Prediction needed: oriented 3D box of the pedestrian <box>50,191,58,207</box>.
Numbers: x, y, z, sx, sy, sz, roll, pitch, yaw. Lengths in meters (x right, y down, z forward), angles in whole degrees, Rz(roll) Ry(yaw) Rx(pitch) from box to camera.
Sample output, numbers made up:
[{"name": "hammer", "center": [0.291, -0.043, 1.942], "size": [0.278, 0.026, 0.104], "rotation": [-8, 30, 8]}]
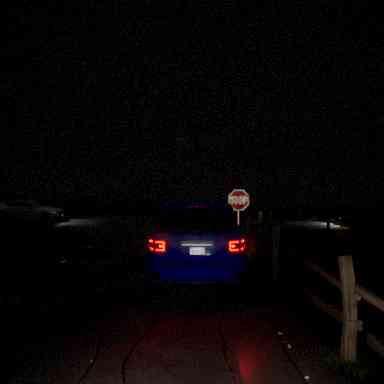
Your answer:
[{"name": "pedestrian", "center": [-12.080, 0.778, 28.947], "size": [0.375, 1.860, 0.375], "rotation": [0, 1, 0]}]

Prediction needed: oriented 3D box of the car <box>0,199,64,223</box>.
[{"name": "car", "center": [-11.275, 1.254, 22.985], "size": [4.674, 1.442, 1.812], "rotation": [2, 3, 0]}]

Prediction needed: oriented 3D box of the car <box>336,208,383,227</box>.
[{"name": "car", "center": [13.516, 1.951, 25.847], "size": [4.181, 1.385, 1.994], "rotation": [2, 3, 1]}]

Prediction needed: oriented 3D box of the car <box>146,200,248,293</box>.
[{"name": "car", "center": [0.083, 1.214, 8.992], "size": [2.150, 2.045, 5.566], "rotation": [0, 0, 0]}]
